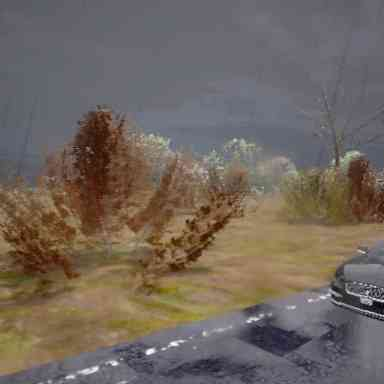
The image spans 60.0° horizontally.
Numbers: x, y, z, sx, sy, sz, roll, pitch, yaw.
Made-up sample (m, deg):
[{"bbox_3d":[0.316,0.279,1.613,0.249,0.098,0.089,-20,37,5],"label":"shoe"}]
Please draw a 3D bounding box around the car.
[{"bbox_3d":[4.757,1.508,6.672,4.892,1.490,1.837,1,0,-35],"label":"car"}]
